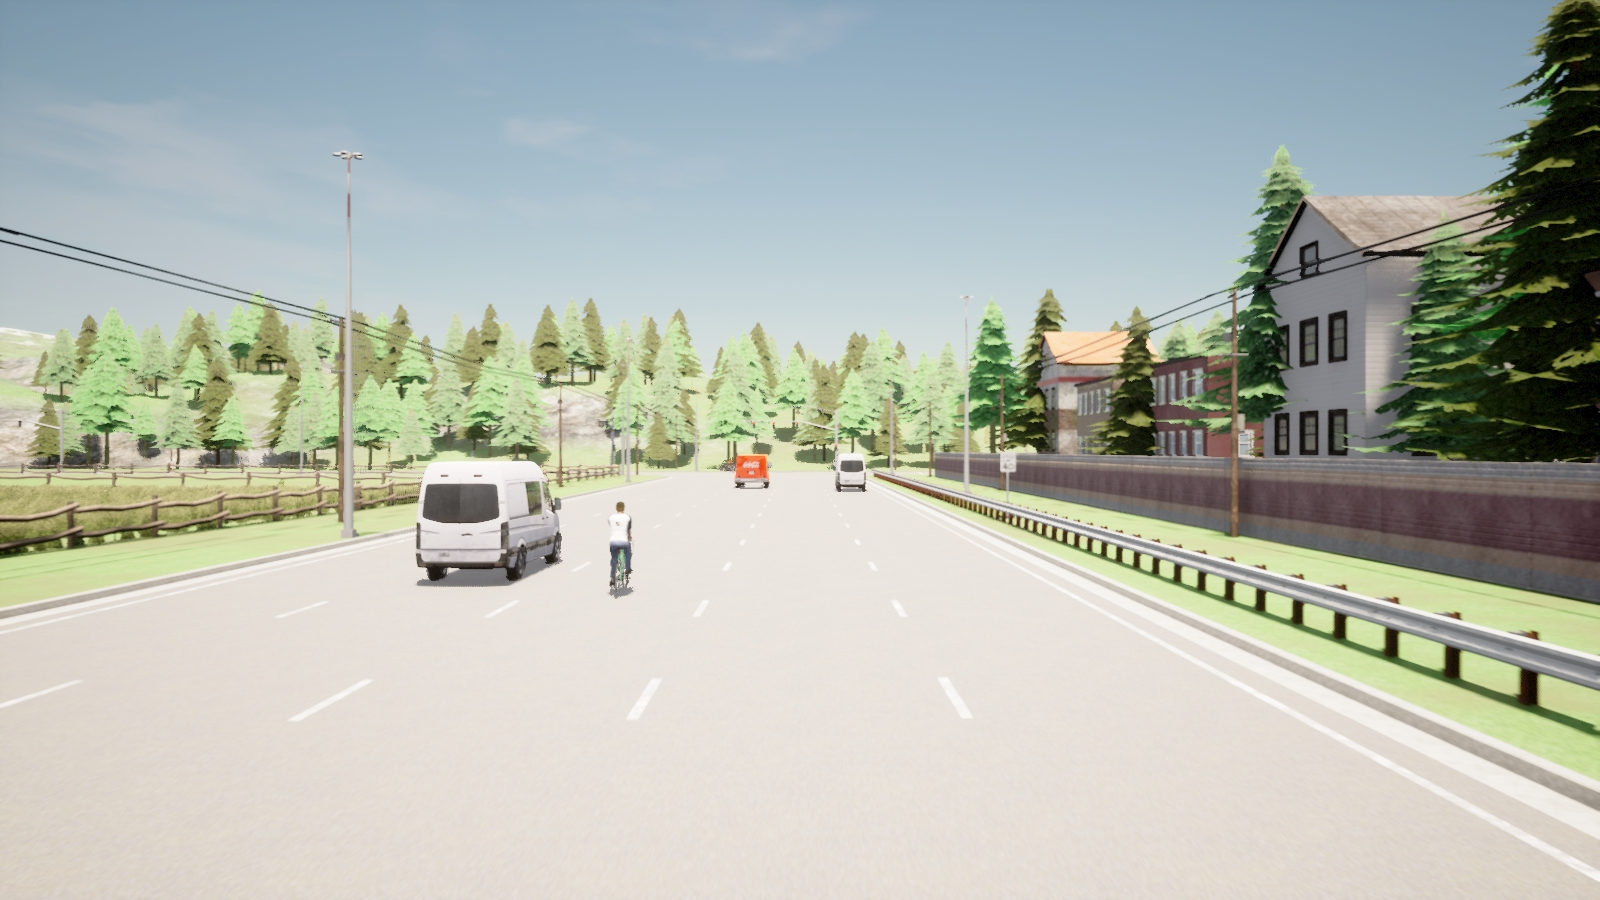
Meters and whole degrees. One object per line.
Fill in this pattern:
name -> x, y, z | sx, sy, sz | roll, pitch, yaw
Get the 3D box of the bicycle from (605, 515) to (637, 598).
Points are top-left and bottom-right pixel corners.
bicycle -> -3.498, 2.056, 22.361 | 0.373, 1.496, 1.643 | 0, 0, 0

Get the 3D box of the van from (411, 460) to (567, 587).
van -> -6.995, 1.534, 26.423 | 1.988, 2.561, 5.915 | 0, 0, 0
